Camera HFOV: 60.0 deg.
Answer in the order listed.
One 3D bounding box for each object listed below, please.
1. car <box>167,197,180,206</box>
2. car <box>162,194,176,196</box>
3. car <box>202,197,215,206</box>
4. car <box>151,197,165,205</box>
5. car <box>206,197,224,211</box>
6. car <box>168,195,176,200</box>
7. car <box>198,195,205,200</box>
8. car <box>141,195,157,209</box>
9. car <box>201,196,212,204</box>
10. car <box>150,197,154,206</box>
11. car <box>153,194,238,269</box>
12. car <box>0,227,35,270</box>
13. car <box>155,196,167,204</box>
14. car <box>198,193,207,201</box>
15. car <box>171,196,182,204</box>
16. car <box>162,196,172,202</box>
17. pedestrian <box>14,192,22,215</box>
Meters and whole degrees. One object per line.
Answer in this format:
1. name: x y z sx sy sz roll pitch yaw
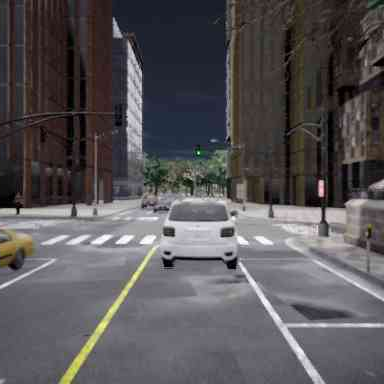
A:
1. car: -3.031 1.549 55.439 1.994 1.385 4.181 0 0 1
2. car: -3.091 1.464 45.595 1.882 1.535 5.008 0 0 0
3. car: 2.753 1.536 56.883 2.008 1.369 4.403 0 0 0
4. car: -5.773 1.567 56.882 1.802 1.307 4.206 0 0 0
5. car: 2.755 1.427 40.571 1.967 1.590 4.097 0 0 0
6. car: -5.779 1.556 94.945 1.947 1.339 4.313 0 0 0
7. car: 2.746 1.542 94.946 2.008 1.369 4.403 0 0 0
8. car: -5.771 1.301 46.007 2.192 1.841 5.009 0 0 0
9. car: 2.752 1.530 62.321 1.887 1.381 4.507 0 0 0
10. car: -3.101 1.551 36.569 1.994 1.385 4.181 0 0 0
11. car: 0.382 1.216 11.282 2.150 2.045 5.566 0 0 5
12. car: -5.765 1.521 8.429 1.752 1.417 4.829 0 0 0
13. car: -5.774 1.510 62.150 1.752 1.417 4.829 0 0 0
14. car: 2.746 1.304 89.509 2.192 1.841 5.009 0 0 0
15. car: -3.011 1.533 65.778 2.033 1.411 5.357 0 0 0
16. car: -5.777 1.537 78.633 2.008 1.369 4.403 0 0 0
17. pedestrian: -13.771 0.883 26.299 0.375 1.860 0.375 0 -1 0
